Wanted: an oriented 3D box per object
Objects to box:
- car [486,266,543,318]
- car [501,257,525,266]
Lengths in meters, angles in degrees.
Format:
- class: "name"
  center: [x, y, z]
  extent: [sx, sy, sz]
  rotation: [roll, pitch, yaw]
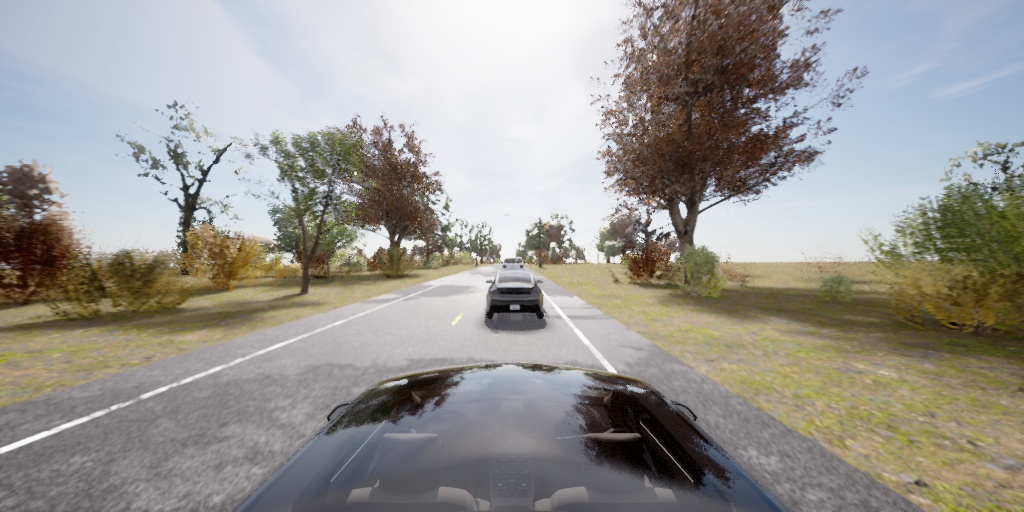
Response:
- class: "car"
  center: [0.095, 1.290, 13.182]
  extent: [1.837, 1.490, 4.892]
  rotation: [0, 0, 0]
- class: "car"
  center: [0.105, 1.103, 35.035]
  extent: [2.150, 2.045, 5.566]
  rotation: [0, 0, 0]
